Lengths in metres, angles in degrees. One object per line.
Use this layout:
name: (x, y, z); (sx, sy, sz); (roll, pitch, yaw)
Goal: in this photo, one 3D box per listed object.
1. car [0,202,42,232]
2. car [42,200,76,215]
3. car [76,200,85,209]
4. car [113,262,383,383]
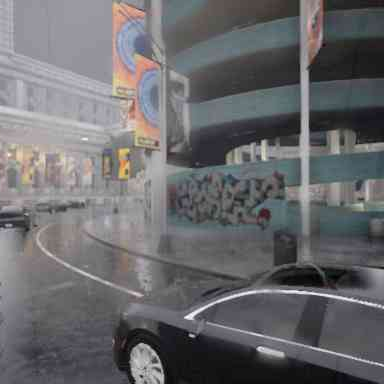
car: (-10.874, 1.597, 20.765); (1.837, 1.490, 4.892); (-1, 0, -18)
car: (-15.204, 1.641, 36.529); (2.128, 1.511, 4.902); (0, 0, 9)
car: (-16.739, 1.779, 44.980); (1.895, 1.301, 4.718); (0, 0, 22)
car: (1.221, 1.509, 3.346); (4.892, 1.490, 1.837); (-1, 0, 39)
